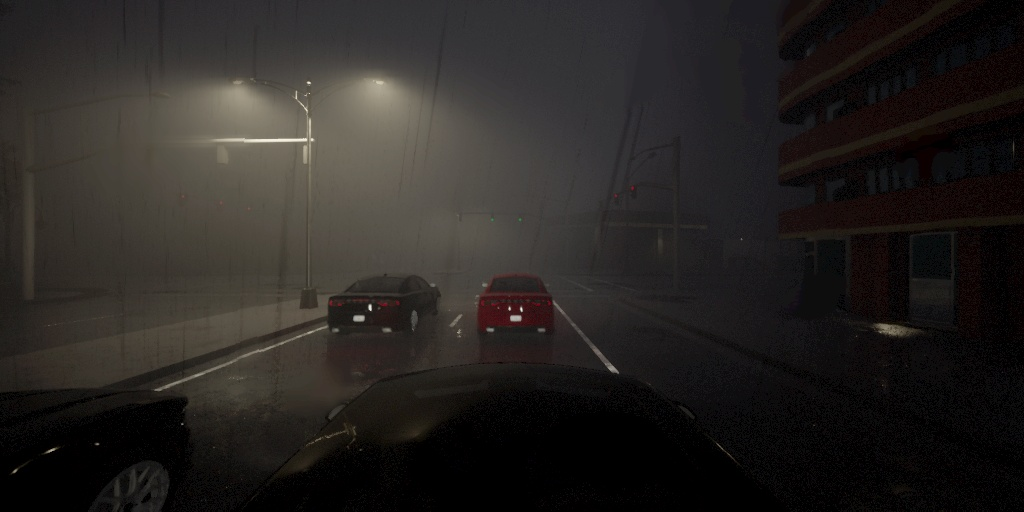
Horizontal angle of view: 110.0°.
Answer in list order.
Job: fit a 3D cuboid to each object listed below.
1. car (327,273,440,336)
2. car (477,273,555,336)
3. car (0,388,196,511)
[{"bbox_3d":[-3.396,1.228,10.457,1.882,1.535,5.008,0,0,0],"label":"car"},{"bbox_3d":[0.110,1.228,10.470,1.882,1.535,5.008,0,0,1],"label":"car"},{"bbox_3d":[-3.408,1.228,0.724,1.882,1.535,5.008,0,0,0],"label":"car"}]
